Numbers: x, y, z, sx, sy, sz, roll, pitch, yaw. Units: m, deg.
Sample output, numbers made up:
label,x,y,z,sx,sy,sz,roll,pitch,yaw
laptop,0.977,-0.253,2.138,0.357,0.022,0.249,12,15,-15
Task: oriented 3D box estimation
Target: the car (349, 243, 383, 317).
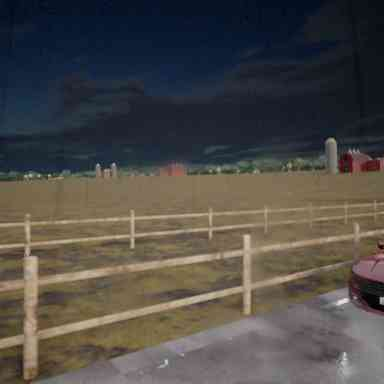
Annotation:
label,x,y,z,sx,sy,sz,roll,pitch,yaw
car,5.156,1.483,6.742,5.008,1.535,1.882,0,0,-35
